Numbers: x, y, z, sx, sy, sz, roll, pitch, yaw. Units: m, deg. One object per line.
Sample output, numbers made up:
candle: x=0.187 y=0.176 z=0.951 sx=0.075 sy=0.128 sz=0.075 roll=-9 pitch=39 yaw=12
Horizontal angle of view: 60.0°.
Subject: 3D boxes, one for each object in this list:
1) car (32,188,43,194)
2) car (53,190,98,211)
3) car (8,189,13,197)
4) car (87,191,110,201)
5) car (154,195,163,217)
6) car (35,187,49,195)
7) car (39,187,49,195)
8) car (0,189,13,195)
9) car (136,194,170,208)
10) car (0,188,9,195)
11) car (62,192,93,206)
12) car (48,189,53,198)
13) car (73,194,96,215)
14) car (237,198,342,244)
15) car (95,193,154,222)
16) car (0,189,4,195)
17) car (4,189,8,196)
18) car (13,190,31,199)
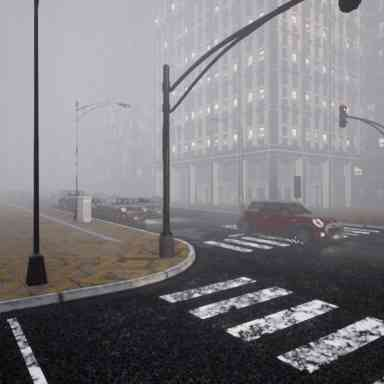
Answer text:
car: x=-39.990 y=-0.213 z=86.121 sx=1.947 sy=1.339 sz=4.313 roll=1 pitch=0 yaw=-36
car: x=-11.075 y=0.729 z=31.306 sx=2.192 sy=1.841 sz=5.009 roll=1 pitch=0 yaw=-36
car: x=-30.540 y=0.321 z=58.508 sx=2.008 sy=1.369 sz=4.403 roll=1 pitch=0 yaw=-36
car: x=-14.036 y=0.643 z=49.839 sx=1.947 sy=1.339 sz=4.313 roll=1 pitch=0 yaw=-36
car: x=-3.622 y=1.113 z=25.310 sx=1.812 sy=1.442 sz=4.674 roll=0 pitch=1 yaw=-36
car: x=-36.740 y=-0.357 z=81.585 sx=2.192 sy=1.841 sz=5.009 roll=1 pitch=0 yaw=-36
car: x=-33.501 y=-0.021 z=77.050 sx=1.887 sy=1.381 sz=4.507 roll=1 pitch=0 yaw=-36
car: x=-40.271 y=0.015 z=72.108 sx=1.947 sy=1.339 sz=4.313 roll=1 pitch=0 yaw=-36
car: x=-4.303 y=0.982 z=36.233 sx=1.802 sy=1.307 sz=4.206 roll=1 pitch=0 yaw=-36
car: x=-43.513 y=-0.113 z=76.642 sx=1.887 sy=1.381 sz=4.507 roll=1 pitch=0 yaw=-36
car: x=-13.669 y=0.802 z=39.374 sx=2.033 sy=1.411 sz=5.357 roll=0 pitch=1 yaw=-35
car: x=-23.089 y=0.378 z=58.018 sx=1.812 sy=1.442 sz=4.674 roll=0 pitch=1 yaw=-36
car: x=-7.839 y=1.103 z=26.773 sx=1.802 sy=1.307 sz=4.206 roll=1 pitch=0 yaw=-36
car: x=4.331 y=1.186 z=15.144 sx=2.097 sy=1.767 sz=4.553 roll=0 pitch=1 yaw=-43
car: x=-4.592 y=1.068 z=22.239 sx=1.967 sy=1.590 sz=4.097 roll=1 pitch=0 yaw=-36
car: x=-37.027 y=0.107 z=67.575 sx=2.008 sy=1.369 sz=4.403 roll=1 pitch=0 yaw=-36
car: x=-33.783 y=0.208 z=63.041 sx=1.887 sy=1.381 sz=4.507 roll=1 pitch=0 yaw=-36
car: x=-27.297 y=0.422 z=53.974 sx=1.887 sy=1.381 sz=4.507 roll=1 pitch=0 yaw=-36
